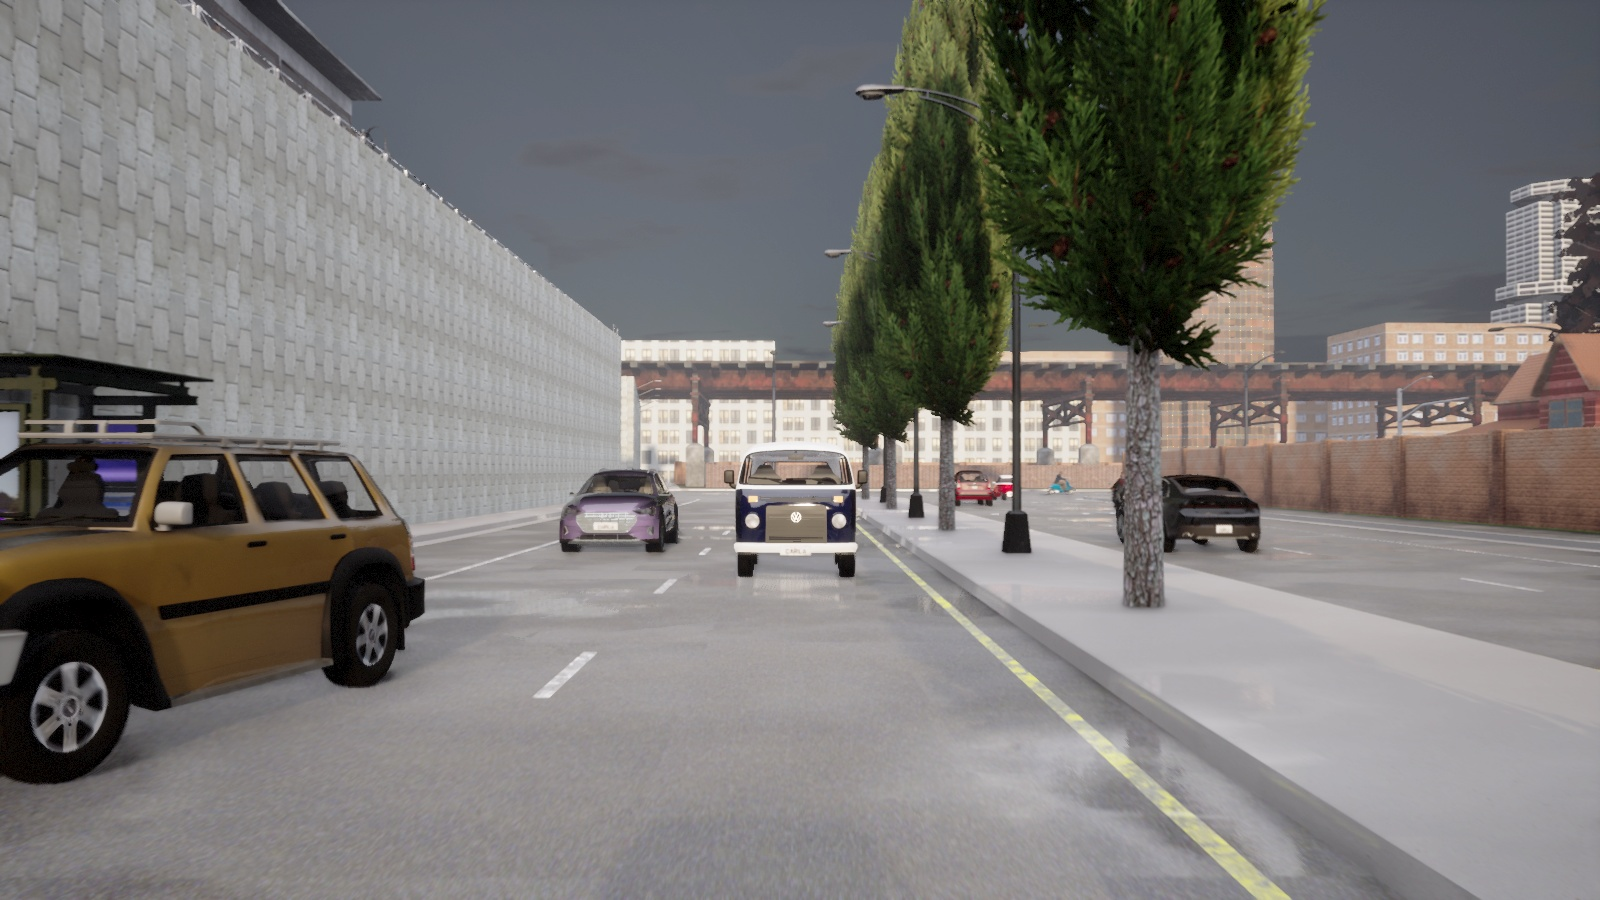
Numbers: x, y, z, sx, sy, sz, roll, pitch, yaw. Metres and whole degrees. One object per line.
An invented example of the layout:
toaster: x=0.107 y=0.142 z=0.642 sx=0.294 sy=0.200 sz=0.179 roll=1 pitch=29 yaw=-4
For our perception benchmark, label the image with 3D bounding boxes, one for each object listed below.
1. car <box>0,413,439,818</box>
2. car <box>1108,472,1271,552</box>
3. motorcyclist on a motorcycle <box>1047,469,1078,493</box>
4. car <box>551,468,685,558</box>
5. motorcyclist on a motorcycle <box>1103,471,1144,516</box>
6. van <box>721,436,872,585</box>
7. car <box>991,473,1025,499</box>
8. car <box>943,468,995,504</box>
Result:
car: x=-4.245 y=0.794 z=7.843 sx=1.932 sy=1.855 sz=4.605 roll=0 pitch=-1 yaw=11
car: x=7.924 y=1.210 z=26.039 sx=1.837 sy=1.490 sz=4.892 roll=0 pitch=-1 yaw=0
motorcyclist on a motorcycle: x=17.365 y=2.054 z=83.191 sx=1.817 sy=1.590 sz=0.866 roll=0 pitch=-1 yaw=-2
car: x=-3.575 y=1.200 z=25.529 sx=2.033 sy=1.649 sz=4.856 roll=0 pitch=-1 yaw=0
motorcyclist on a motorcycle: x=11.374 y=1.521 z=44.191 sx=0.866 sy=1.530 sz=2.191 roll=0 pitch=-1 yaw=0
van: x=-0.060 y=0.872 z=19.595 sx=2.069 sy=2.038 sz=4.480 roll=0 pitch=-1 yaw=0
car: x=11.307 y=1.947 z=68.454 sx=1.481 sy=1.376 sz=2.207 roll=0 pitch=-1 yaw=0
car: x=7.834 y=1.646 z=58.449 sx=1.851 sy=1.617 sz=3.988 roll=0 pitch=-1 yaw=0
